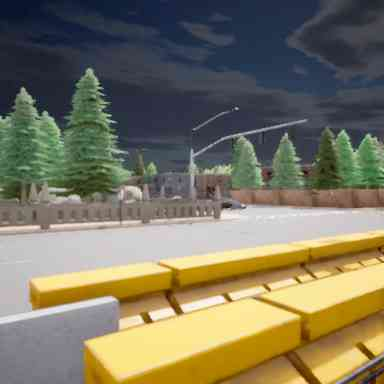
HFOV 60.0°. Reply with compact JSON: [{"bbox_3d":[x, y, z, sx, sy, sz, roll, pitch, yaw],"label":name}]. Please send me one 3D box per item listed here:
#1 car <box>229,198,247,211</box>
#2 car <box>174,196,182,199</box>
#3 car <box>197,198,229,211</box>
[{"bbox_3d":[4.675,1.478,41.259,2.128,1.511,4.902,0,0,-35],"label":"car"},{"bbox_3d":[-2.720,1.508,64.363,1.812,1.442,4.674,0,0,-6],"label":"car"},{"bbox_3d":[1.868,1.551,39.166,1.994,1.385,4.181,0,0,-36],"label":"car"}]
